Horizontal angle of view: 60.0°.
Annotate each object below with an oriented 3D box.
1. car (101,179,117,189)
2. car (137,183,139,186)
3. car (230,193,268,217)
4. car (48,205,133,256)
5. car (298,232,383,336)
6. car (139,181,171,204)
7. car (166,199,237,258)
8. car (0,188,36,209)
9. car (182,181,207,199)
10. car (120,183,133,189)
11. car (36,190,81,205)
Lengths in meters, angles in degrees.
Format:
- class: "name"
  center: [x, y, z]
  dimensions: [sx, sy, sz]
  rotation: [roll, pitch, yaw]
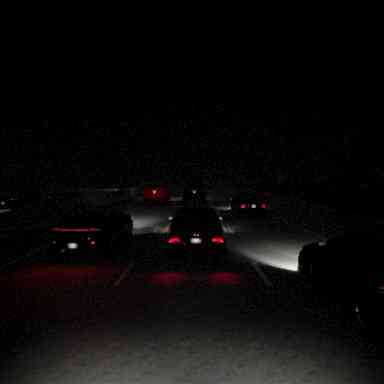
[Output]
- class: "car"
  center: [-17.252, -1.677, 69.500]
  dimensions: [2.150, 2.045, 5.566]
  rotation: [0, 1, 0]
- class: "car"
  center: [-10.252, -1.374, 69.508]
  dimensions: [1.812, 1.442, 4.674]
  rotation: [0, 1, 0]
- class: "car"
  center: [3.642, 0.765, 22.013]
  dimensions: [2.033, 1.411, 5.357]
  rotation: [0, 3, 1]
- class: "car"
  center: [-3.377, 1.190, 11.860]
  dimensions: [2.128, 1.511, 4.902]
  rotation: [0, 3, 0]
- class: "car"
  center: [3.582, 1.468, 6.521]
  dimensions: [1.994, 1.385, 4.181]
  rotation: [0, 2, 0]
- class: "car"
  center: [-3.292, -0.031, 31.833]
  dimensions: [2.150, 2.045, 5.566]
  rotation: [0, 3, 0]
- class: "car"
  center: [0.126, 1.259, 11.575]
  dimensions: [2.033, 1.411, 5.357]
  rotation: [0, 3, 0]
- class: "car"
  center: [-14.004, 0.458, 27.130]
  dimensions: [2.128, 1.511, 4.902]
  rotation: [0, 3, 0]
- class: "car"
  center: [0.208, -0.027, 31.785]
  dimensions: [2.150, 2.045, 5.566]
  rotation: [0, 3, 0]
- class: "car"
  center: [-13.752, -1.305, 69.491]
  dimensions: [1.895, 1.301, 4.718]
  rotation: [0, 1, 0]
- class: "car"
  center: [-10.505, 0.535, 27.086]
  dimensions: [1.994, 1.385, 4.181]
  rotation: [0, 3, 0]
